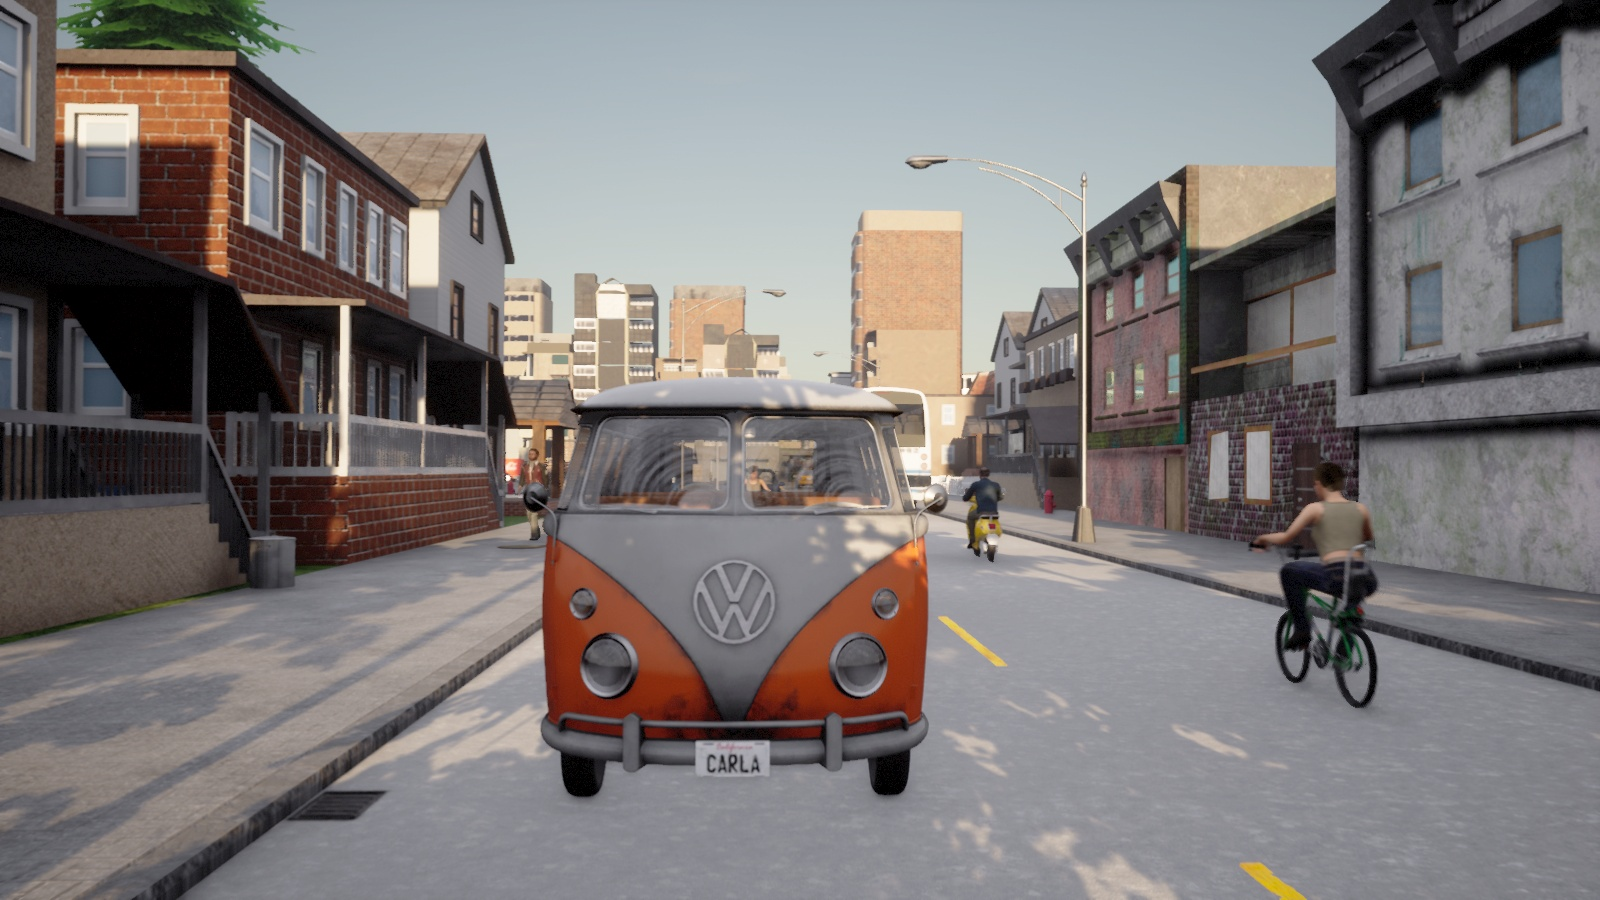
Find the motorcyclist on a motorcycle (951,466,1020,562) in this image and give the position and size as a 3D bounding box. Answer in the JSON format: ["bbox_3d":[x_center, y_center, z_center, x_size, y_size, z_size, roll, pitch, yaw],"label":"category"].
[{"bbox_3d":[3.191,1.073,21.804,0.866,1.590,1.817,0,-1,-2],"label":"motorcyclist on a motorcycle"}]

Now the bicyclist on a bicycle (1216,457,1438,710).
[{"bbox_3d":[3.623,0.863,8.791,0.866,1.612,1.509,0,-1,-2],"label":"bicyclist on a bicycle"}]

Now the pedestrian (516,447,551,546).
[{"bbox_3d":[-5.224,0.903,24.627,0.402,1.930,0.666,0,-1,18],"label":"pedestrian"}]

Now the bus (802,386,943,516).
[{"bbox_3d":[2.401,0.108,46.429,3.944,4.253,10.273,0,-1,-4],"label":"bus"}]

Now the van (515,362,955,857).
[{"bbox_3d":[-0.333,0.673,7.305,1.775,1.987,4.442,0,-1,-2],"label":"van"}]
